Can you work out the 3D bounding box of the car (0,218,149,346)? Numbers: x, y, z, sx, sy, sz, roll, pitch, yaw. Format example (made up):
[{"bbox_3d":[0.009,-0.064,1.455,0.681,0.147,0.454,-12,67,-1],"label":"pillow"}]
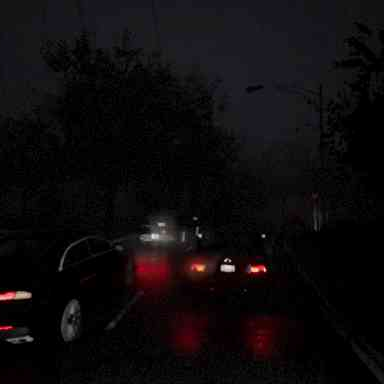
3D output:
[{"bbox_3d":[-2.524,1.508,6.425,2.128,1.511,4.902,0,0,6],"label":"car"}]

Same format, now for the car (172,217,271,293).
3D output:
[{"bbox_3d":[1.048,1.543,9.013,2.033,1.411,5.357,-1,0,8],"label":"car"}]

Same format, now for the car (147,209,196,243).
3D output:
[{"bbox_3d":[-0.938,1.581,15.638,1.837,1.490,4.892,-1,-1,13],"label":"car"}]

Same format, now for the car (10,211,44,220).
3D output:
[{"bbox_3d":[-27.118,3.898,54.846,1.812,1.442,4.674,-3,-4,32],"label":"car"}]

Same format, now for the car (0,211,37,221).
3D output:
[{"bbox_3d":[-26.012,3.635,50.228,2.033,1.411,5.357,-1,-4,21],"label":"car"}]

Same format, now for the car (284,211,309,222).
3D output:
[{"bbox_3d":[14.338,3.326,45.894,1.882,1.535,5.008,1,-4,-4],"label":"car"}]
